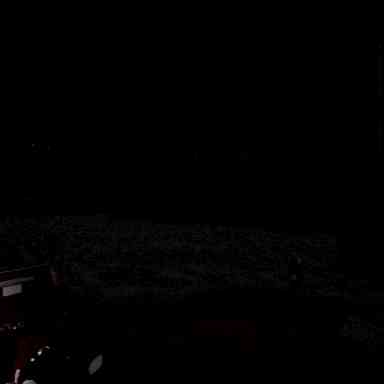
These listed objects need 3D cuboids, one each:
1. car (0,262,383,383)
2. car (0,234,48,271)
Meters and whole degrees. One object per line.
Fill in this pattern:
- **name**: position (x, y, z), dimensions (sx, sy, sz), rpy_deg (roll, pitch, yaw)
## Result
- **car**: position (0.261, 1.545, 2.776), dimensions (4.507, 1.381, 1.887), rpy_deg (0, 0, 36)
- **car**: position (-4.166, 1.441, 5.933), dimensions (4.097, 1.590, 1.967), rpy_deg (0, 0, 36)
